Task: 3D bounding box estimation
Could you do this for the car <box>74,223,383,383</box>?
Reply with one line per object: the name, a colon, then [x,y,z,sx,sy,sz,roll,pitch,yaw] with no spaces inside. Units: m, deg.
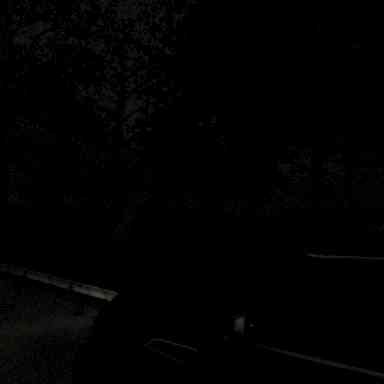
car: [1.585,1.214,2.233,5.566,2.045,2.150,-1,-1,36]
